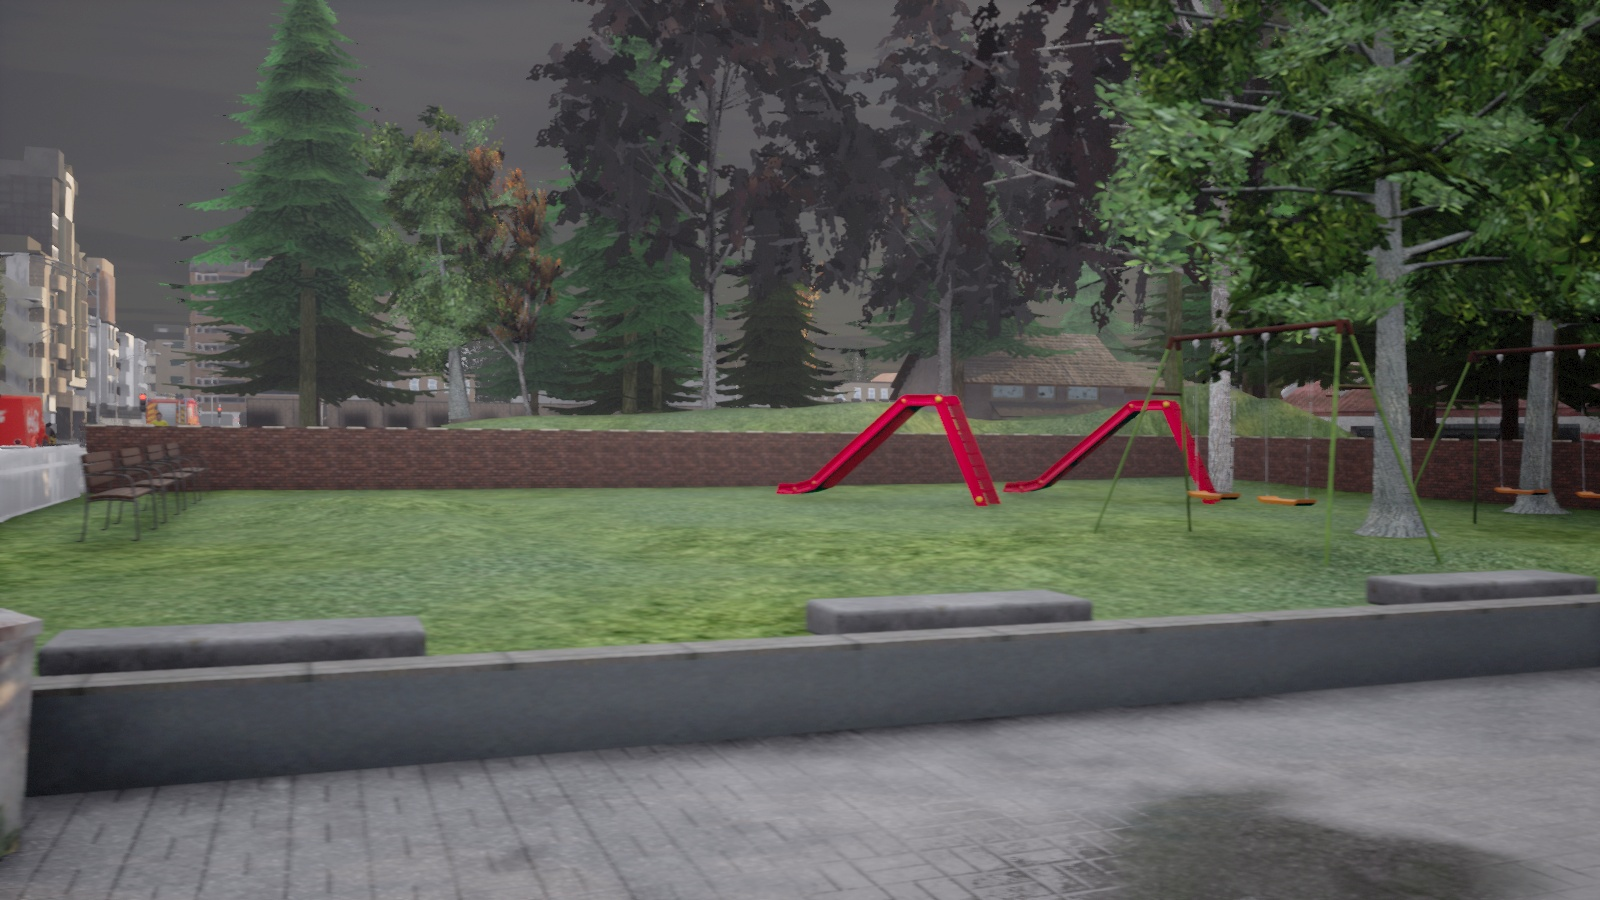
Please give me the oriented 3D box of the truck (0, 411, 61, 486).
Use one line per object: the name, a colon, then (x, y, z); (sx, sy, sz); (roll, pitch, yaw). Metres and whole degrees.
truck: (-27.812, -0.069, 43.868); (2.627, 2.467, 5.204); (-1, 1, -21)
